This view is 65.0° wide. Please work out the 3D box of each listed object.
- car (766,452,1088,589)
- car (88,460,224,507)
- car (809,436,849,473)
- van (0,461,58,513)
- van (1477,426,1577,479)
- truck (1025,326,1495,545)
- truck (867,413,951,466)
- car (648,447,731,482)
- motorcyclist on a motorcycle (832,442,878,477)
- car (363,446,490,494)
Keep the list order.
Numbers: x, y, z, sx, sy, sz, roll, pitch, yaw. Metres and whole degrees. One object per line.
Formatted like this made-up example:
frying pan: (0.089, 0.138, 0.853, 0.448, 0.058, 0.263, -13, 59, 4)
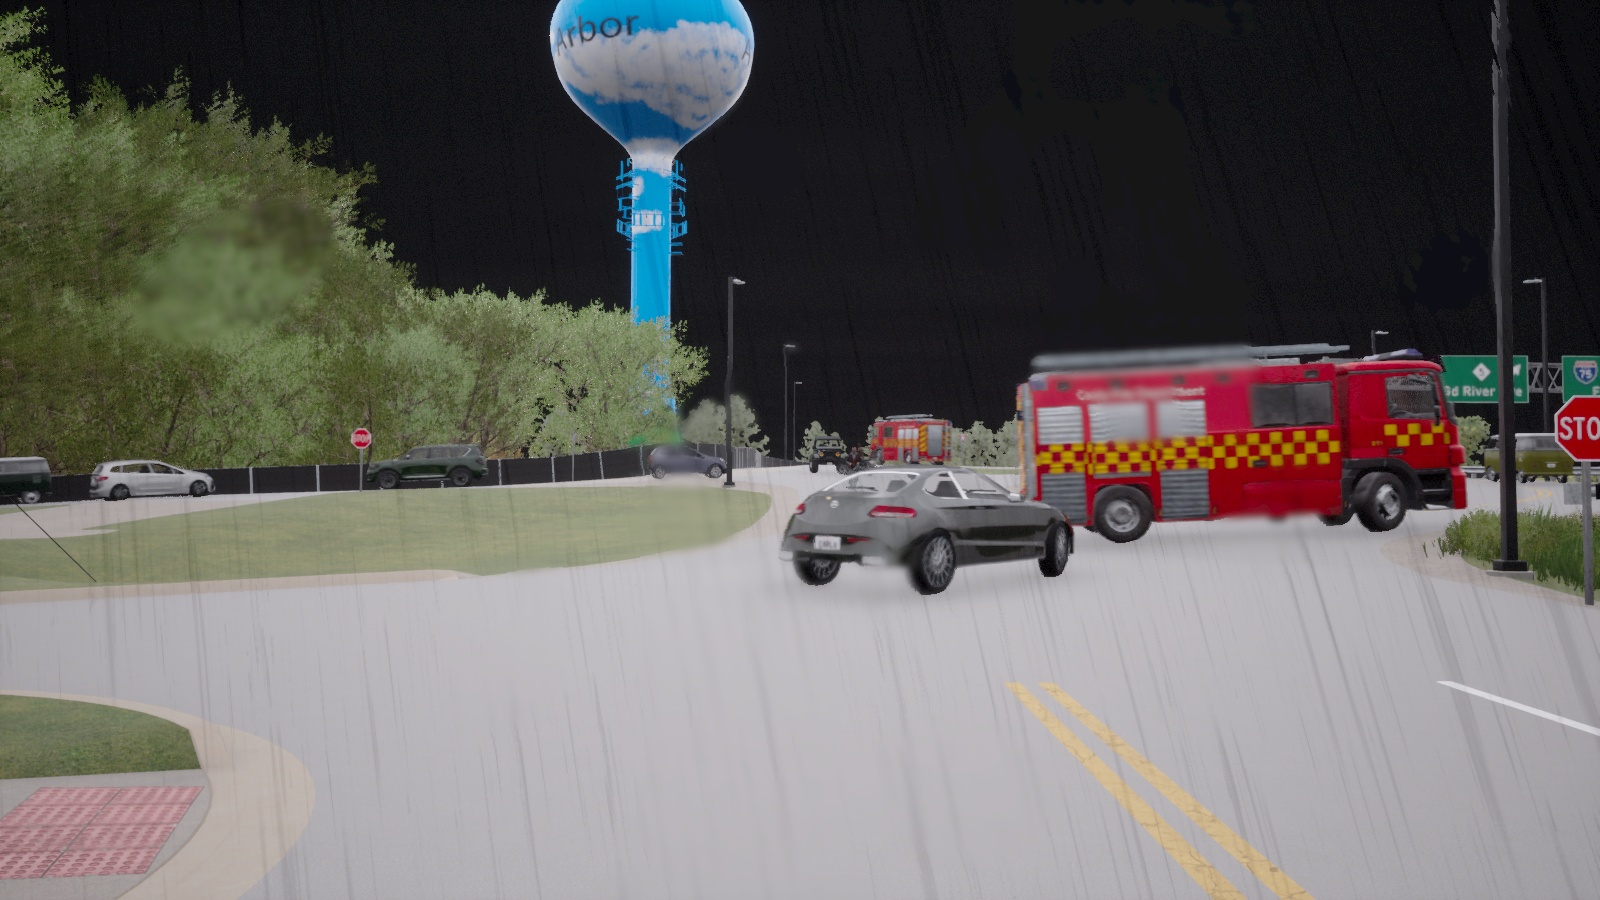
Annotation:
car: (1.962, 0.864, 17.802, 2.152, 1.651, 5.027, -1, -1, 39)
car: (-26.752, 1.362, 52.241, 4.611, 1.667, 2.242, -3, 1, -39)
car: (1.471, 0.209, 65.322, 1.905, 1.878, 3.866, 0, 1, -1)
van: (-33.111, 1.606, 51.321, 4.442, 1.987, 1.775, -4, 1, -43)
van: (28.954, 0.091, 50.178, 1.775, 1.987, 4.442, 0, 0, 6)
truck: (9.211, -0.269, 25.981, 8.468, 3.827, 2.891, -3, 0, 3)
truck: (8.228, -0.761, 96.076, 2.891, 3.827, 8.468, 0, 0, -22)
car: (-5.186, 0.686, 58.759, 3.633, 1.501, 1.845, -2, 0, -13)
motorcyclist on a motorcycle: (2.631, 0.445, 60.291, 0.766, 1.649, 2.350, -2, 2, -43)
car: (-17.666, 0.947, 59.642, 5.566, 2.045, 2.150, -2, -2, -13)
